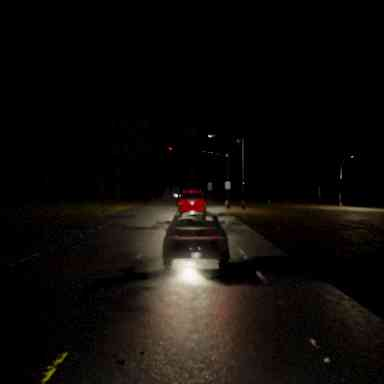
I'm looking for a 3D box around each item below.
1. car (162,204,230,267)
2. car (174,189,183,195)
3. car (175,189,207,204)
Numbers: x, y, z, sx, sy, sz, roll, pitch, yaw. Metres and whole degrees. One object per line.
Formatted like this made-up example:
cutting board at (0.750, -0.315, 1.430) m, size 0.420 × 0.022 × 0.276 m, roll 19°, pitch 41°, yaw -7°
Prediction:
car at (0.104, 1.367, 10.868) m, size 2.128 × 1.511 × 4.902 m, roll 0°, pitch 1°, yaw 0°
car at (-3.476, -0.031, 86.842) m, size 2.128 × 1.511 × 4.902 m, roll 0°, pitch 1°, yaw 0°
car at (0.008, 0.868, 26.543) m, size 2.150 × 2.045 × 5.566 m, roll 0°, pitch 1°, yaw 0°
